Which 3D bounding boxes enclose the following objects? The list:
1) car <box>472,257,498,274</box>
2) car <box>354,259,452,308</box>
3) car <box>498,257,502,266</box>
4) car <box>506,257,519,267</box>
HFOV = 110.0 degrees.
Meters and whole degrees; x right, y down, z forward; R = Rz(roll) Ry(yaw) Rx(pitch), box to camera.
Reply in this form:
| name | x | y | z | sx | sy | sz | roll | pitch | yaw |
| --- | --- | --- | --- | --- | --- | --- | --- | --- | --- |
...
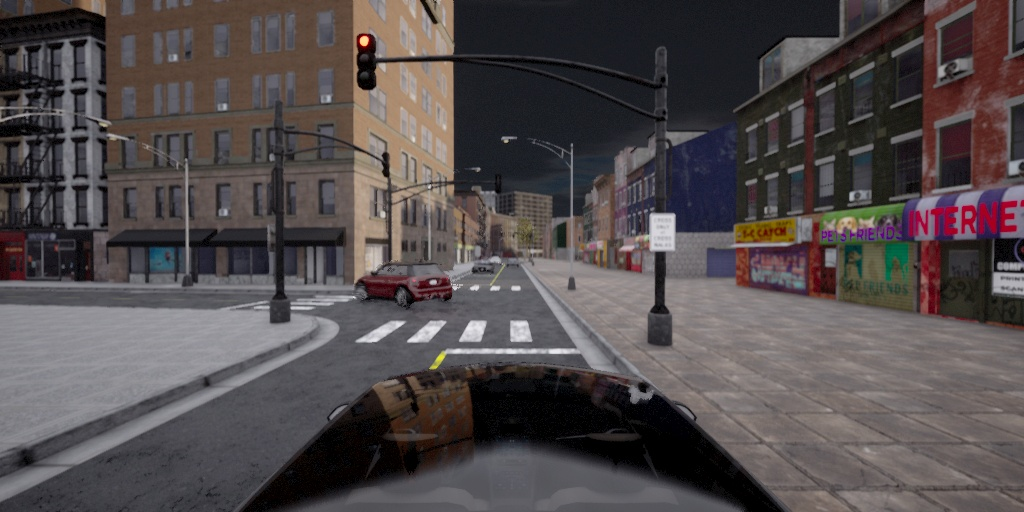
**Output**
| name | x | y | z | sx | sy | sz | roll | pitch | yaw |
| --- | --- | --- | --- | --- | --- | --- | --- | --- | --- |
| car | -2.781 | 1.053 | 35.518 | 1.994 | 1.385 | 4.181 | 0 | 0 | 0 |
| car | -4.621 | 1.014 | 14.932 | 4.553 | 1.767 | 2.097 | 0 | 1 | 40 |
| car | -2.675 | 0.842 | 58.775 | 1.812 | 1.442 | 4.674 | 0 | 0 | 1 |
| car | 0.102 | 0.908 | 52.798 | 2.033 | 1.411 | 5.357 | 0 | 0 | 0 |
